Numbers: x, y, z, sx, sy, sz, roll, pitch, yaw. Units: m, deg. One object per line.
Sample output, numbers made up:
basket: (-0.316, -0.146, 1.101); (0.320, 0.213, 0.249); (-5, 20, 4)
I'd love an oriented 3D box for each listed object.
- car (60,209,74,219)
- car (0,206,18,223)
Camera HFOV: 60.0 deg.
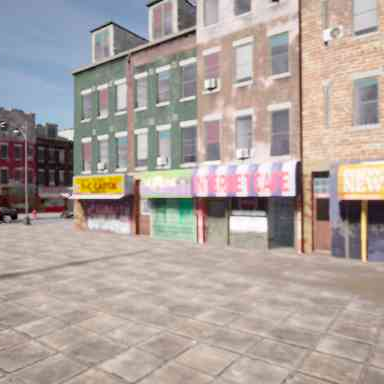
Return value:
car: (-11.037, 2.029, 34.930); (2.033, 1.411, 5.357); (-1, -1, 35)
car: (-16.758, 1.808, 26.832); (1.882, 1.535, 5.008); (-1, -1, 35)
